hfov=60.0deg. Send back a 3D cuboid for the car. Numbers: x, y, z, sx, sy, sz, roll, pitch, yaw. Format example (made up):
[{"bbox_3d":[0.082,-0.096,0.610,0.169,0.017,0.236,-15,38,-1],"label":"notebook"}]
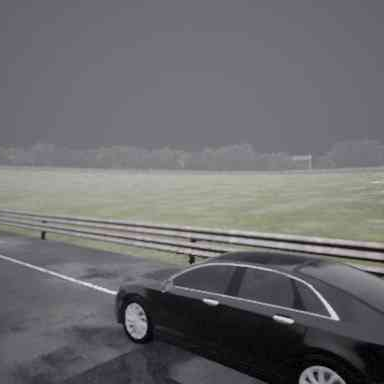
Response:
[{"bbox_3d":[0.832,1.619,4.843,4.892,1.490,1.837,0,-1,41],"label":"car"}]
